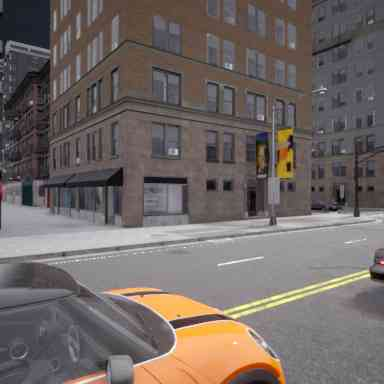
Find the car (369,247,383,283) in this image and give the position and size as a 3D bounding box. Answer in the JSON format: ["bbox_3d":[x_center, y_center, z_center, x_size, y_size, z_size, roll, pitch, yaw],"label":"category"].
[{"bbox_3d":[6.454,1.549,8.241,5.357,1.411,2.033,0,0,-37],"label":"car"}]

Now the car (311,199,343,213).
[{"bbox_3d":[14.322,1.536,37.973,2.033,1.411,5.357,0,0,-36],"label":"car"}]

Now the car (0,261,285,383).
[{"bbox_3d":[-1.350,1.352,2.441,4.553,1.767,2.097,0,0,-37],"label":"car"}]
